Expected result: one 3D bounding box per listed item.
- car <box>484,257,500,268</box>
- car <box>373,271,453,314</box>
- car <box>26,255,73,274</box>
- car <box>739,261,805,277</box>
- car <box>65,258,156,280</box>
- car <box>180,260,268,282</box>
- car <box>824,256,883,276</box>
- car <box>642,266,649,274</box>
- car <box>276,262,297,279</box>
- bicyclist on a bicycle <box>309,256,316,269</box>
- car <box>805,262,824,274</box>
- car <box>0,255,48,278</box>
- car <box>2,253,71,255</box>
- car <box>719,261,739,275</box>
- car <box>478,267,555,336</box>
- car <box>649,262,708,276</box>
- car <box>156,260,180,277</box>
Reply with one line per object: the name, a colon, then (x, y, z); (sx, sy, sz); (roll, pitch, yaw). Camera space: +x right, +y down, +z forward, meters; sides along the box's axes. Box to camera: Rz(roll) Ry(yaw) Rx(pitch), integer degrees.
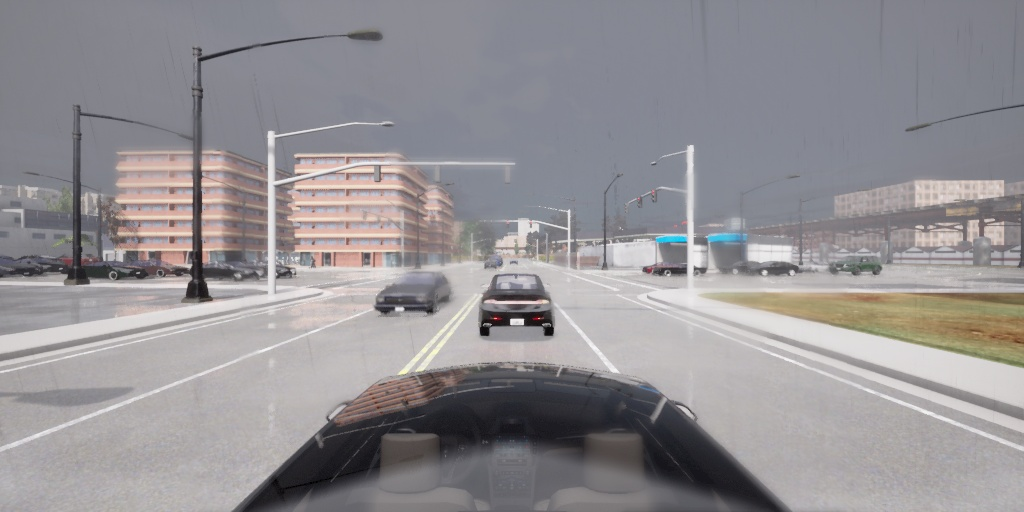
car: (-3.318, 1.255, 56.762); (1.837, 1.490, 4.892); (0, 0, 0)
car: (-3.539, 1.297, 13.982); (2.033, 1.411, 5.357); (0, 0, 0)
car: (-40.295, 0.868, 30.478); (4.181, 1.385, 1.994); (1, 0, 1)
car: (25.913, 1.255, 35.781); (4.892, 1.490, 1.837); (0, 0, -5)
car: (-29.790, 1.054, 26.708); (4.181, 1.385, 1.994); (1, 0, 1)
car: (-20.950, 1.109, 26.485); (4.902, 1.511, 2.128); (1, 0, 1)
car: (36.327, 0.971, 37.836); (5.566, 2.045, 2.150); (0, 0, -19)
car: (16.474, 1.314, 39.157); (4.181, 1.385, 1.994); (0, 0, 1)
car: (-20.661, 1.109, 29.976); (4.902, 1.511, 2.128); (1, 0, 1)
bicyclist on a bicycle: (-25.928, 0.844, 46.605); (0.582, 1.620, 1.656); (1, 0, 1)
car: (34.884, 1.351, 41.006); (4.718, 1.301, 1.895); (0, 0, -19)
car: (-39.043, 0.875, 26.943); (5.357, 1.411, 2.033); (1, 0, 1)
car: (-50.378, 0.628, 37.870); (4.892, 1.490, 1.837); (1, 0, 2)
car: (25.218, 1.255, 39.234); (4.892, 1.490, 1.837); (0, 0, -5)
car: (0.121, 1.242, 10.320); (2.128, 1.511, 4.902); (0, 0, 0)
car: (16.634, 1.351, 35.629); (4.718, 1.301, 1.895); (0, 0, 0)
car: (-30.404, 1.025, 30.227); (5.357, 1.411, 2.033); (1, 0, 1)
